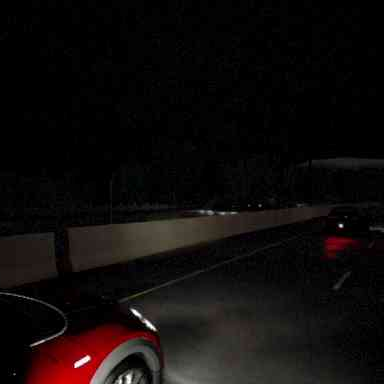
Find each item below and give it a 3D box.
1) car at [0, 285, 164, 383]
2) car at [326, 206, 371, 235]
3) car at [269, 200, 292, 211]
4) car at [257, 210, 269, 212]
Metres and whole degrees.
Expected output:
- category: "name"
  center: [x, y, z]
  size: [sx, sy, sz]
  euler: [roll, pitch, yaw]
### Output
- category: "car"
  center: [-2.209, 1.352, 2.366]
  size: [2.097, 1.767, 4.553]
  euler: [0, 0, 33]
- category: "car"
  center: [9.326, 1.625, 19.788]
  size: [1.837, 1.490, 4.892]
  euler: [0, -2, 34]
- category: "car"
  center: [12.146, 1.852, 43.238]
  size: [2.097, 1.767, 4.553]
  euler: [0, -1, 34]
- category: "car"
  center: [9.228, 1.839, 45.171]
  size: [2.097, 1.767, 4.553]
  euler: [0, -1, 34]
